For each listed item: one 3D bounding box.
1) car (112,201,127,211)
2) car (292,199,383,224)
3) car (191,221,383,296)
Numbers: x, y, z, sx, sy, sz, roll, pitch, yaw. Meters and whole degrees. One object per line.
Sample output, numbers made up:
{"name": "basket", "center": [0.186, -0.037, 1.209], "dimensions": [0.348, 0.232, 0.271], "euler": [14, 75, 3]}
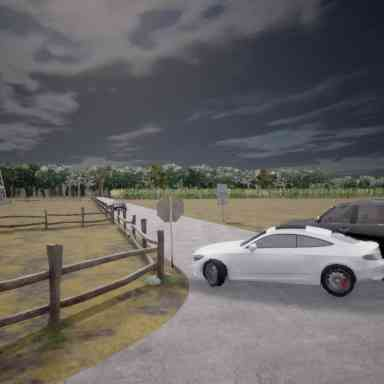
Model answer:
{"name": "car", "center": [-10.849, 1.983, 49.470], "dimensions": [2.033, 1.411, 5.357], "euler": [-2, 0, -18]}
{"name": "car", "center": [5.105, 1.229, 9.819], "dimensions": [2.150, 2.045, 5.566], "euler": [-2, 0, -40]}
{"name": "car", "center": [2.286, 1.613, 8.572], "dimensions": [4.674, 1.442, 1.812], "euler": [-2, 0, 20]}
